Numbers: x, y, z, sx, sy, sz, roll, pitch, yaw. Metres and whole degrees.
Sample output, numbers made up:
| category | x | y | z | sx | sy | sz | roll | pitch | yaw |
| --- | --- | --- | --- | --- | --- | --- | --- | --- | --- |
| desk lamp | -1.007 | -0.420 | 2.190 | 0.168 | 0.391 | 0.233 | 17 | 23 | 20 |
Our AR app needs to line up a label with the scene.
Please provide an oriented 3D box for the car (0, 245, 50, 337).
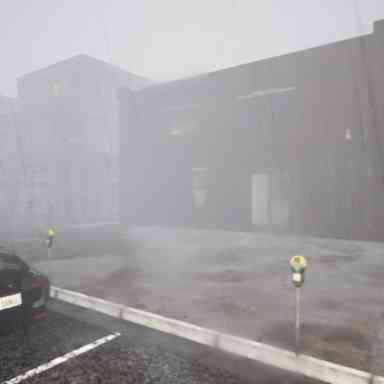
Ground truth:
| category | x | y | z | sx | sy | sz | roll | pitch | yaw |
| --- | --- | --- | --- | --- | --- | --- | --- | --- | --- |
| car | -4.268 | 1.596 | 5.902 | 4.313 | 1.339 | 1.947 | 0 | 0 | 35 |
